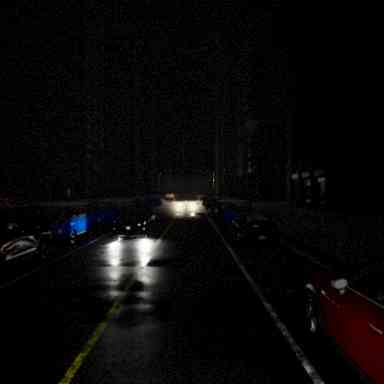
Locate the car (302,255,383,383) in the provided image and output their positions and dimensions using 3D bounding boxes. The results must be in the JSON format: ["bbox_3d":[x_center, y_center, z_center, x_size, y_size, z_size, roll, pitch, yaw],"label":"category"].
[{"bbox_3d":[2.758,1.442,3.896,1.967,1.590,4.097,0,0,0],"label":"car"}]

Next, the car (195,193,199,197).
[{"bbox_3d":[2.712,1.626,93.250,2.008,1.369,4.403,0,0,0],"label":"car"}]

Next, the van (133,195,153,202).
[{"bbox_3d":[-5.785,1.363,37.949,1.690,1.788,3.998,0,0,0],"label":"van"}]

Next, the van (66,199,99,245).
[{"bbox_3d":[-5.773,1.348,15.239,1.690,1.788,3.998,0,0,0],"label":"van"}]

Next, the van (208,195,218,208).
[{"bbox_3d":[2.743,1.358,32.285,1.690,1.788,3.998,0,0,0],"label":"van"}]

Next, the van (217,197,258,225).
[{"bbox_3d":[2.749,1.351,20.930,1.690,1.788,3.998,0,0,0],"label":"van"}]

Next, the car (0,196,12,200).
[{"bbox_3d":[-38.761,1.616,66.814,5.008,1.535,1.882,0,0,0],"label":"car"}]

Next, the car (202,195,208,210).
[{"bbox_3d":[2.737,1.466,43.640,1.967,1.590,4.097,0,0,0],"label":"car"}]

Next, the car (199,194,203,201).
[{"bbox_3d":[2.731,1.350,54.995,2.192,1.841,5.009,0,0,0],"label":"car"}]

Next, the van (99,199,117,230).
[{"bbox_3d":[-5.776,1.351,20.916,1.690,1.788,3.998,0,0,0],"label":"van"}]

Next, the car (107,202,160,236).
[{"bbox_3d":[-3.111,1.514,18.624,1.837,1.490,4.892,0,0,0],"label":"car"}]

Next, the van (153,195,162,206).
[{"bbox_3d":[-5.791,1.372,49.303,1.690,1.788,3.998,0,0,0],"label":"van"}]

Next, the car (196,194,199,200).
[{"bbox_3d":[2.717,1.613,81.969,2.008,1.369,4.403,0,0,0],"label":"car"}]

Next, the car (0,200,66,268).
[{"bbox_3d":[-5.770,1.319,9.561,2.192,1.841,5.009,0,0,0],"label":"car"}]

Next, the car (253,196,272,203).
[{"bbox_3d":[13.214,1.557,67.056,5.357,1.411,2.033,0,0,0],"label":"car"}]

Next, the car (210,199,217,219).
[{"bbox_3d":[2.746,1.558,26.608,1.887,1.381,4.507,0,0,0],"label":"car"}]

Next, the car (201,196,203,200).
[{"bbox_3d":[2.735,1.612,49.318,1.802,1.307,4.206,0,0,0],"label":"car"}]

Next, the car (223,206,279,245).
[{"bbox_3d":[2.752,1.557,15.252,2.008,1.369,4.403,0,0,0],"label":"car"}]

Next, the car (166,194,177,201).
[{"bbox_3d":[-5.811,1.384,87.595,2.192,1.841,5.009,0,0,0],"label":"car"}]

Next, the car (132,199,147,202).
[{"bbox_3d":[-5.782,1.599,32.271,1.802,1.307,4.206,0,0,0],"label":"car"}]
